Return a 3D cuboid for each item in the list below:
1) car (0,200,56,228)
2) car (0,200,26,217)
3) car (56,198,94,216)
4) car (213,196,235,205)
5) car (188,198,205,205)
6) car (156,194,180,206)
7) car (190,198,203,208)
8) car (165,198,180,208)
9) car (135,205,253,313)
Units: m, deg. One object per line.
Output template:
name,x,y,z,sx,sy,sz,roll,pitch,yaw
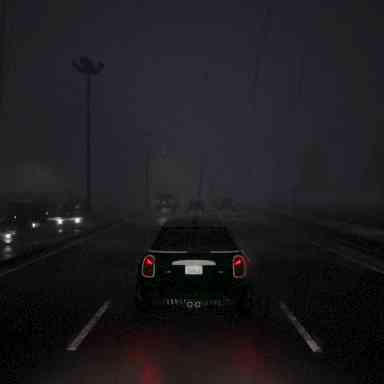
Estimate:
car,-11.252,1.492,21.915,2.128,1.511,4.902,0,0,1
car,-18.116,1.526,32.114,1.812,1.442,4.674,0,0,1
car,-11.116,1.352,32.051,2.097,1.767,4.553,0,0,1
car,4.006,1.352,40.178,2.097,1.767,4.553,0,0,1
car,0.506,1.491,40.206,2.128,1.511,4.902,0,0,1
car,-3.011,1.221,39.594,2.150,2.045,5.566,0,0,1
car,0.629,1.601,50.548,1.895,1.301,4.718,0,0,1
car,-2.883,1.564,50.185,1.994,1.385,4.181,0,0,1
car,0.060,1.352,7.812,2.097,1.767,4.553,0,0,1
